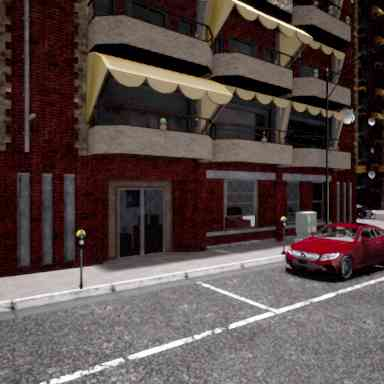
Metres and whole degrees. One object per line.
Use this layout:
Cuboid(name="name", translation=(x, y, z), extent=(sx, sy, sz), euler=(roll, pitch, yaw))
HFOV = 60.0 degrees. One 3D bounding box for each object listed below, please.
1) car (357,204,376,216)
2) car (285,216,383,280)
Cuboid(name="car", translation=(15.537, 1.798, 32.935), extent=(2.128, 1.511, 4.902), euler=(0, -1, -36))
Cuboid(name="car", translation=(4.594, 1.579, 9.888), extent=(4.206, 1.307, 1.802), euler=(0, 0, -35))
